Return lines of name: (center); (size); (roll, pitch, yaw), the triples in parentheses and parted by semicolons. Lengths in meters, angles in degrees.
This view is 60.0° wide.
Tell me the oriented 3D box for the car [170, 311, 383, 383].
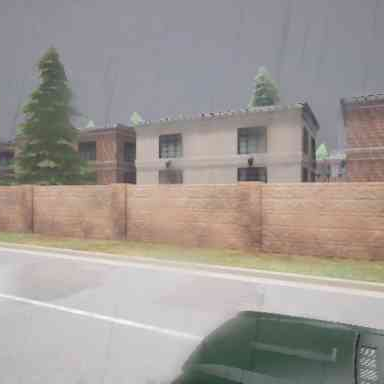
car: (2.129, 1.600, 2.234); (4.718, 1.301, 1.895); (0, 0, 27)
